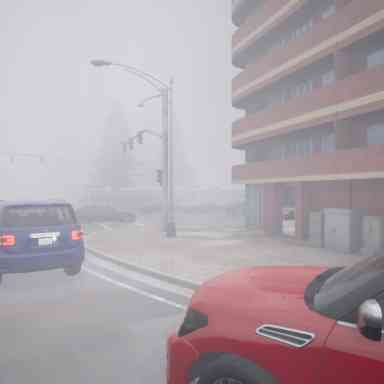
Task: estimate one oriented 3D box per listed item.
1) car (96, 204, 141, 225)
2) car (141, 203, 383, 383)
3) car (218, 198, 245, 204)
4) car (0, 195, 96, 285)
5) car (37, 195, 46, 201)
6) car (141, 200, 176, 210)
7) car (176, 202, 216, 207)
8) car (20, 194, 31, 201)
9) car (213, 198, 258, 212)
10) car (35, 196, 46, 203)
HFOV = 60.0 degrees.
[{"bbox_3d":[-6.266,1.561,23.348,4.674,1.442,1.812,1,0,-23],"label":"car"},{"bbox_3d":[2.392,1.221,2.420,5.566,2.045,2.150,0,0,36],"label":"car"},{"bbox_3d":[5.284,1.560,31.945,4.892,1.490,1.837,0,0,-23],"label":"car"},{"bbox_3d":[-4.917,1.221,9.767,2.150,2.045,5.566,0,0,-36],"label":"car"},{"bbox_3d":[-37.309,1.478,82.452,1.882,1.535,5.008,0,0,-23],"label":"car"},{"bbox_3d":[-3.344,1.581,36.126,4.674,1.442,1.812,0,0,-23],"label":"car"},{"bbox_3d":[1.115,1.656,34.215,4.718,1.301,1.895,0,0,-23],"label":"car"},{"bbox_3d":[-40.482,1.355,80.970,2.097,1.767,4.553,0,0,-23],"label":"car"},{"bbox_3d":[5.178,1.533,39.703,5.008,1.535,1.882,0,0,-23],"label":"car"},{"bbox_3d":[-33.275,1.540,72.982,2.033,1.411,5.357,0,0,-23],"label":"car"}]
